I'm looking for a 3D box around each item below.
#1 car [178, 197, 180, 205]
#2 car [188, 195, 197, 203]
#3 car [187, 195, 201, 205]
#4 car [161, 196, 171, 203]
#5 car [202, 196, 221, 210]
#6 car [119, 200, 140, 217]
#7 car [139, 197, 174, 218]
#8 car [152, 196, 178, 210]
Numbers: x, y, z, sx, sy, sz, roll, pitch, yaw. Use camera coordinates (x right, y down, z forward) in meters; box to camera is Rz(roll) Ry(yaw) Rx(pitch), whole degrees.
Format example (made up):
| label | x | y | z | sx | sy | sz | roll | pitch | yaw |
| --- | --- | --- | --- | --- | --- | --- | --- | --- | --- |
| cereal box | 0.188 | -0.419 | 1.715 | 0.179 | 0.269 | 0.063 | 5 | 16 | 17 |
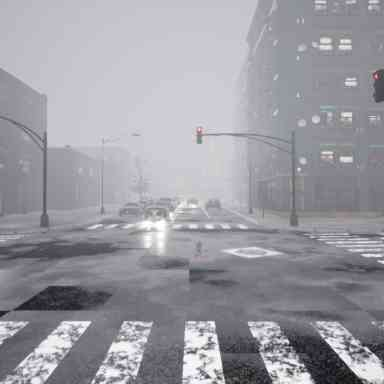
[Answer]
| label | x | y | z | sx | sy | sz | roll | pitch | yaw |
| --- | --- | --- | --- | --- | --- | --- | --- | --- | --- |
| car | -3.065 | 1.537 | 47.884 | 1.812 | 1.442 | 4.674 | 0 | 0 | 0 |
| car | 0.119 | 1.495 | 69.940 | 1.882 | 1.535 | 5.008 | 0 | 0 | 0 |
| car | 0.129 | 1.579 | 59.974 | 1.994 | 1.385 | 4.181 | 0 | 0 | 0 |
| car | -5.637 | 1.600 | 71.525 | 1.802 | 1.307 | 4.206 | 1 | 0 | 0 |
| car | 2.730 | 1.450 | 43.148 | 1.967 | 1.590 | 4.097 | 1 | 0 | 0 |
| car | -5.735 | 1.552 | 31.723 | 1.887 | 1.381 | 4.507 | 1 | 0 | 0 |
| car | -3.081 | 1.499 | 29.870 | 2.128 | 1.511 | 4.902 | 0 | 0 | 0 |
| car | -3.074 | 1.361 | 38.889 | 2.097 | 1.767 | 4.553 | 0 | 0 | 0 |
